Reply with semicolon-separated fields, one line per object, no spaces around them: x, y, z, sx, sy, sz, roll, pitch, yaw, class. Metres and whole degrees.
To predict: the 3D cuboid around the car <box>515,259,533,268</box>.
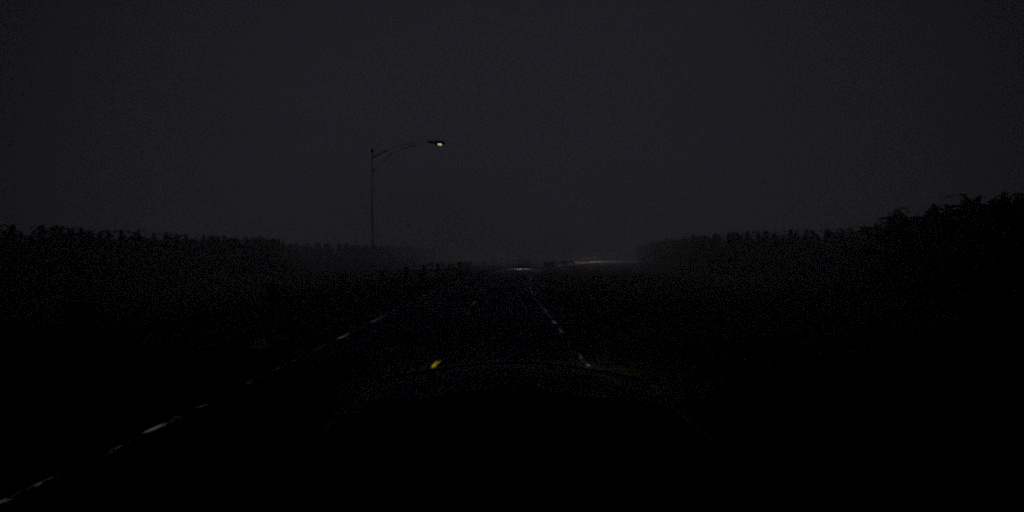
1.956;1.216;57.264;2.033;1.411;5.357;0;0;15;car

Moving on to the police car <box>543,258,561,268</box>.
6.447;1.077;59.972;1.930;1.638;5.238;0;0;16;police car
